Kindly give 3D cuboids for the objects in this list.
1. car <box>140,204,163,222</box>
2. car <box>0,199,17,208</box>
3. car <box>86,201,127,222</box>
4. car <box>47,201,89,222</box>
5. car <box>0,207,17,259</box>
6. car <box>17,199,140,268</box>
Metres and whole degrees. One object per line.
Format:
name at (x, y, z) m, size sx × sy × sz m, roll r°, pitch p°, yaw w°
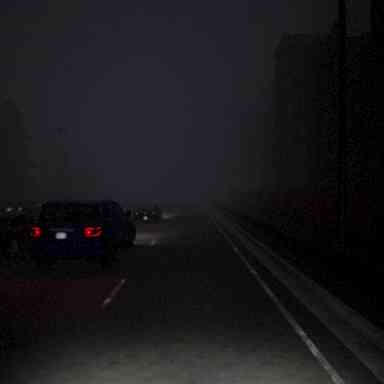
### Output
car at (-3.463, 1.663, 27.054) m, size 1.895 × 1.301 × 4.718 m, roll 0°, pitch 0°, yaw 1°
car at (-13.957, 1.415, 27.577) m, size 2.097 × 1.767 × 4.553 m, roll 0°, pitch 0°, yaw 1°
car at (-6.958, 1.555, 27.665) m, size 2.128 × 1.511 × 4.902 m, roll 0°, pitch 0°, yaw 0°
car at (-10.452, 1.591, 28.350) m, size 1.812 × 1.442 × 4.674 m, roll 0°, pitch 0°, yaw 0°
car at (-6.955, 1.536, 12.692) m, size 1.837 × 1.490 × 4.892 m, roll 0°, pitch 0°, yaw 0°
car at (-3.465, 1.250, 11.557) m, size 2.150 × 2.045 × 5.566 m, roll 0°, pitch 0°, yaw 1°
